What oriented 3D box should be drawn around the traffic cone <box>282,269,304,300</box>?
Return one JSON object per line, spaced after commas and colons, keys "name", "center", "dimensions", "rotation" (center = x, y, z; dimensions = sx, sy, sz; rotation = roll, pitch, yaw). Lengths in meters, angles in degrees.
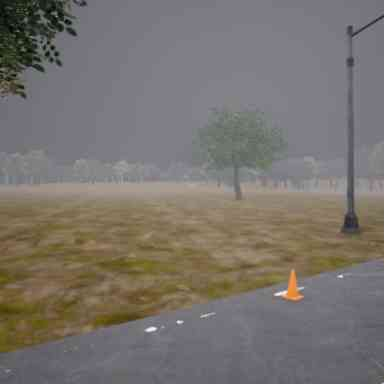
{"name": "traffic cone", "center": [2.156, 1.942, 7.095], "dimensions": [0.340, 0.580, 0.340], "rotation": [0, 0, -36]}
